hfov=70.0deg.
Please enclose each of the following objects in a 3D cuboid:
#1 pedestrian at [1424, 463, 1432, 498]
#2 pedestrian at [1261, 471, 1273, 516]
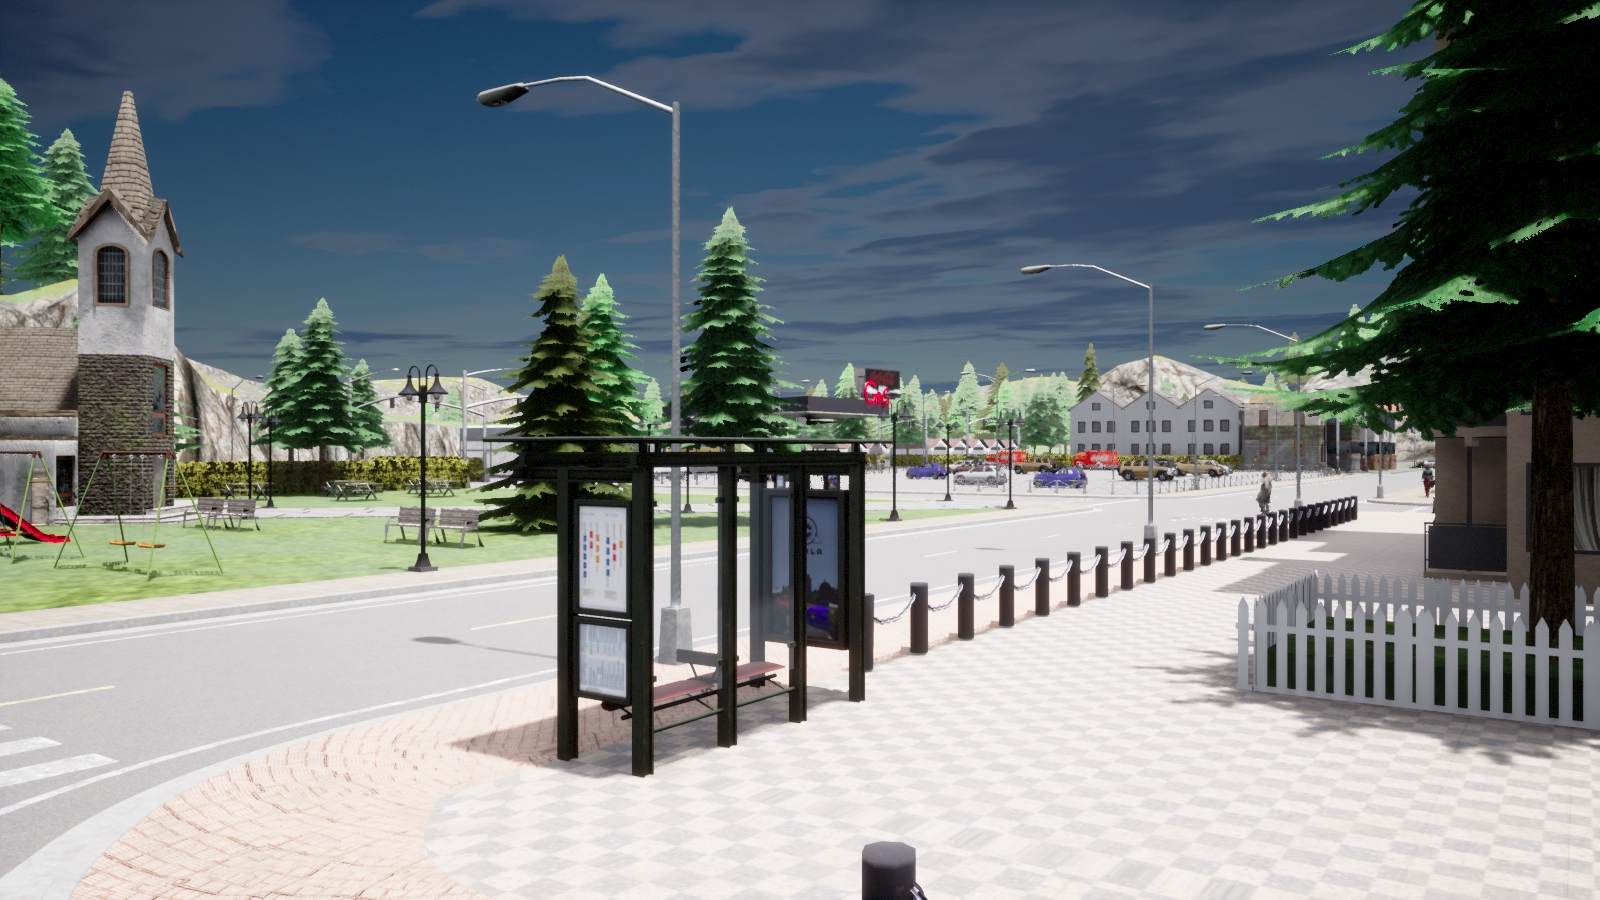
[{"bbox_3d":[34.439,1.671,62.668,0.375,1.860,0.375,0,0,30],"label":"pedestrian"},{"bbox_3d":[19.452,1.821,47.582,0.375,1.860,0.375,0,0,38],"label":"pedestrian"}]
